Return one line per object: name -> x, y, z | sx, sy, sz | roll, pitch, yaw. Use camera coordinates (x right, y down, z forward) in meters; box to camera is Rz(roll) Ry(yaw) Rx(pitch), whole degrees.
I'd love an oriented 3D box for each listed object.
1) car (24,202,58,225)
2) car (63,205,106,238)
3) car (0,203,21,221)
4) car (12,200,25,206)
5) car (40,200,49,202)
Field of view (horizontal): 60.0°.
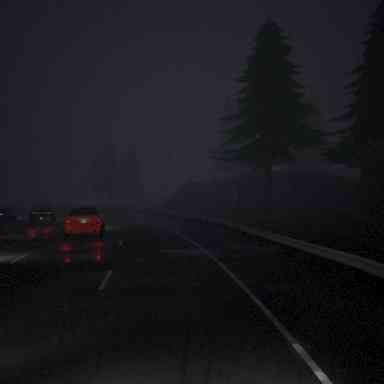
car -> -12.489, 1.873, 27.995 | 2.128, 1.511, 4.902 | 0, -1, -20
car -> -6.287, 1.619, 19.824 | 2.097, 1.767, 4.553 | 0, -1, -13
car -> -17.699, 1.997, 31.423 | 1.994, 1.385, 4.181 | 0, -1, -24
car -> -41.675, 2.580, 79.702 | 1.994, 1.385, 4.181 | 1, -1, -42
car -> -30.709, 2.466, 69.181 | 1.812, 1.442, 4.674 | 1, -1, -42
